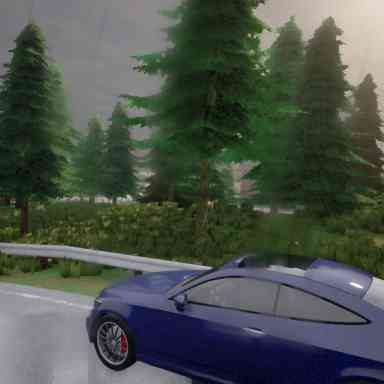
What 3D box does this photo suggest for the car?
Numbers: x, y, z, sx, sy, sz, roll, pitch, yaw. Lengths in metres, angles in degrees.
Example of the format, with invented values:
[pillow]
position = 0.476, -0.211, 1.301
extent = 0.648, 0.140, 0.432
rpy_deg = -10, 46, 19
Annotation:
[car]
position = 0.805, 1.499, 4.066
extent = 4.674, 1.442, 1.812
rpy_deg = 1, 1, 31
